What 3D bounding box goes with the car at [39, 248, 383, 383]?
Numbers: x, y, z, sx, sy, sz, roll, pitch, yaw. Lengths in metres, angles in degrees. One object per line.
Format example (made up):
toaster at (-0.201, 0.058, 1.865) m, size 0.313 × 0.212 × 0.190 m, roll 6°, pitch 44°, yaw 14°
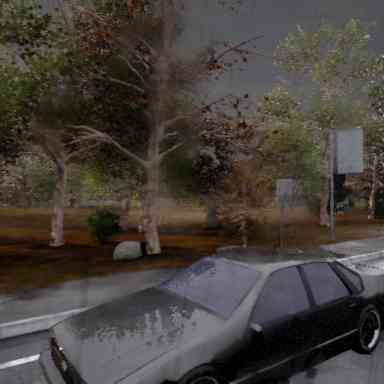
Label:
car at (0.908, 1.570, 4.624) m, size 5.357 × 1.411 × 2.033 m, roll 1°, pitch 0°, yaw -35°
